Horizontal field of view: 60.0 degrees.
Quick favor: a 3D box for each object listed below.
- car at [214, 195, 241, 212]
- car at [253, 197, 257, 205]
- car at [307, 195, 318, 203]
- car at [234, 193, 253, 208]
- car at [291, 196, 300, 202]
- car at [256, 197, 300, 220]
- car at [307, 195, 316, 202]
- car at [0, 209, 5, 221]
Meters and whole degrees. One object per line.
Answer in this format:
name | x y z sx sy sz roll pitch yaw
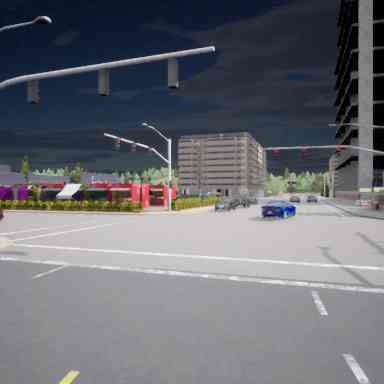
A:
car | 4.024 1.491 39.686 2.128 1.511 4.902 0 0 18
car | 10.359 1.564 58.613 1.994 1.385 4.181 0 0 19
car | 24.573 1.541 67.778 2.033 1.411 5.357 0 0 18
car | 7.157 1.221 49.079 2.150 2.045 5.566 0 0 18
car | 24.373 1.553 78.308 1.994 1.385 4.181 0 0 18
car | 7.688 1.507 29.329 1.882 1.535 5.008 1 1 33
car | 27.840 1.524 77.641 1.812 1.442 4.674 0 0 18
car | -17.102 1.533 26.147 5.008 1.535 1.882 0 0 19
